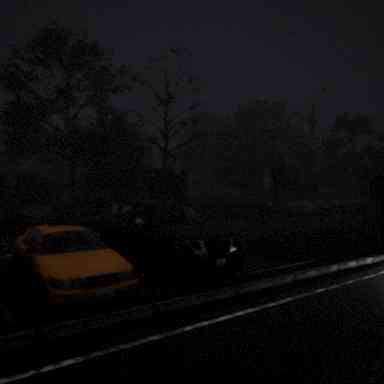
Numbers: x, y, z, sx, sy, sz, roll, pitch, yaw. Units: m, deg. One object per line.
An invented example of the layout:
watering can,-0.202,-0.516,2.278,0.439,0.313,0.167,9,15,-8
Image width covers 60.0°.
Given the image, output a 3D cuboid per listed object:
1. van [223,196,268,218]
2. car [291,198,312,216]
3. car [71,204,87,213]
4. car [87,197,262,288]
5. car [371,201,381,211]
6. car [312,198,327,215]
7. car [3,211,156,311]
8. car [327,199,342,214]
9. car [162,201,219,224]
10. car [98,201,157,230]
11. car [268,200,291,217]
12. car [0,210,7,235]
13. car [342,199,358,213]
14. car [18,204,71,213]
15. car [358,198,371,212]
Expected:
van,4.220,1.323,29.849,1.878,1.987,4.442,0,0,-36
car,8.806,1.564,32.980,2.097,1.535,5.008,0,0,-36
car,-7.018,1.542,21.705,2.163,1.488,4.792,0,0,-36
car,-0.926,1.254,9.912,2.435,2.045,5.566,0,0,-36
car,20.073,1.636,41.079,2.163,1.488,4.792,0,0,-36
car,11.062,1.612,34.596,2.002,1.452,4.674,0,0,-36
car,-3.115,1.495,8.153,1.946,1.575,5.366,0,0,-36
car,13.300,1.455,36.239,2.185,1.767,4.553,0,0,-36
car,-0.211,1.564,26.502,2.163,1.488,4.792,0,0,-36
car,-4.636,1.517,23.145,1.946,1.575,5.366,0,0,-36
car,6.546,1.597,31.365,2.002,1.452,4.674,0,0,-36
car,-11.519,1.498,18.457,2.097,1.535,5.008,0,0,-36
car,15.573,1.589,37.832,2.097,1.535,5.008,0,0,-36
car,-9.262,1.507,20.073,2.231,1.521,4.892,0,0,-36
car,17.837,1.599,39.437,2.231,1.521,4.892,0,0,-36
